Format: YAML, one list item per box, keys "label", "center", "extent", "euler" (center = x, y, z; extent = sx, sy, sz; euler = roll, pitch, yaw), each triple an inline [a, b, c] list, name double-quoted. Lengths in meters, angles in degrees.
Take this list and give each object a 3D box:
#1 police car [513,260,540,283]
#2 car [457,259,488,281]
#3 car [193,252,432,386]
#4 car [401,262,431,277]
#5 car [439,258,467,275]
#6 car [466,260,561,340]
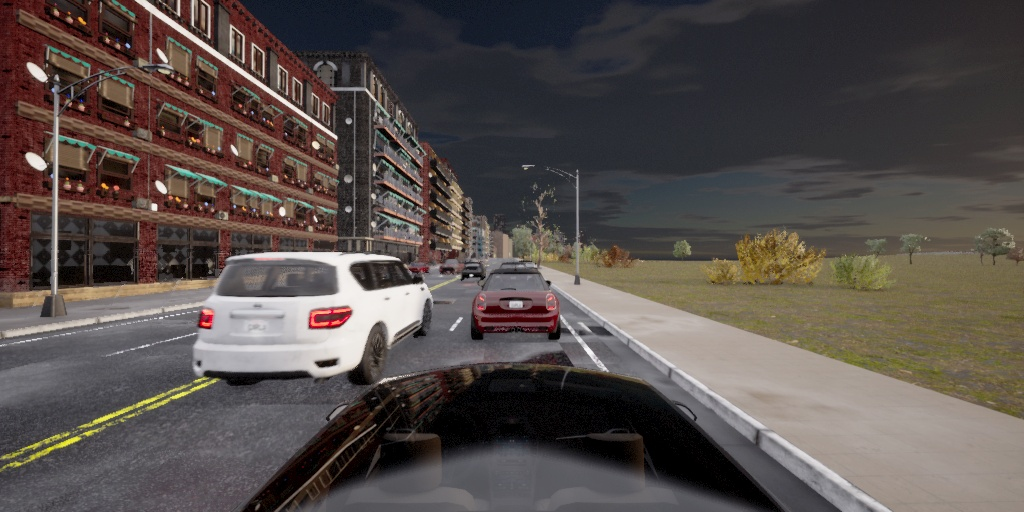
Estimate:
- label: "police car"
  center: [1.098, 1.178, 29.401]
  extent: [1.930, 1.638, 5.238]
  euler: [0, 0, 0]
- label: "car"
  center: [-3.191, 1.259, 30.652]
  extent: [1.837, 1.490, 4.892]
  euler: [0, 0, 0]
- label: "car"
  center: [-3.160, 0.970, 7.114]
  extent: [2.150, 2.045, 5.566]
  euler: [0, 0, 0]
- label: "car"
  center: [-9.901, 1.354, 37.322]
  extent: [1.895, 1.301, 4.718]
  euler: [0, 0, 0]
- label: "car"
  center: [-6.654, 1.105, 39.645]
  extent: [2.097, 1.767, 4.553]
  euler: [0, 0, 0]
- label: "car"
  center: [0.081, 1.103, 10.133]
  extent: [2.097, 1.767, 4.553]
  euler: [0, 0, 0]
